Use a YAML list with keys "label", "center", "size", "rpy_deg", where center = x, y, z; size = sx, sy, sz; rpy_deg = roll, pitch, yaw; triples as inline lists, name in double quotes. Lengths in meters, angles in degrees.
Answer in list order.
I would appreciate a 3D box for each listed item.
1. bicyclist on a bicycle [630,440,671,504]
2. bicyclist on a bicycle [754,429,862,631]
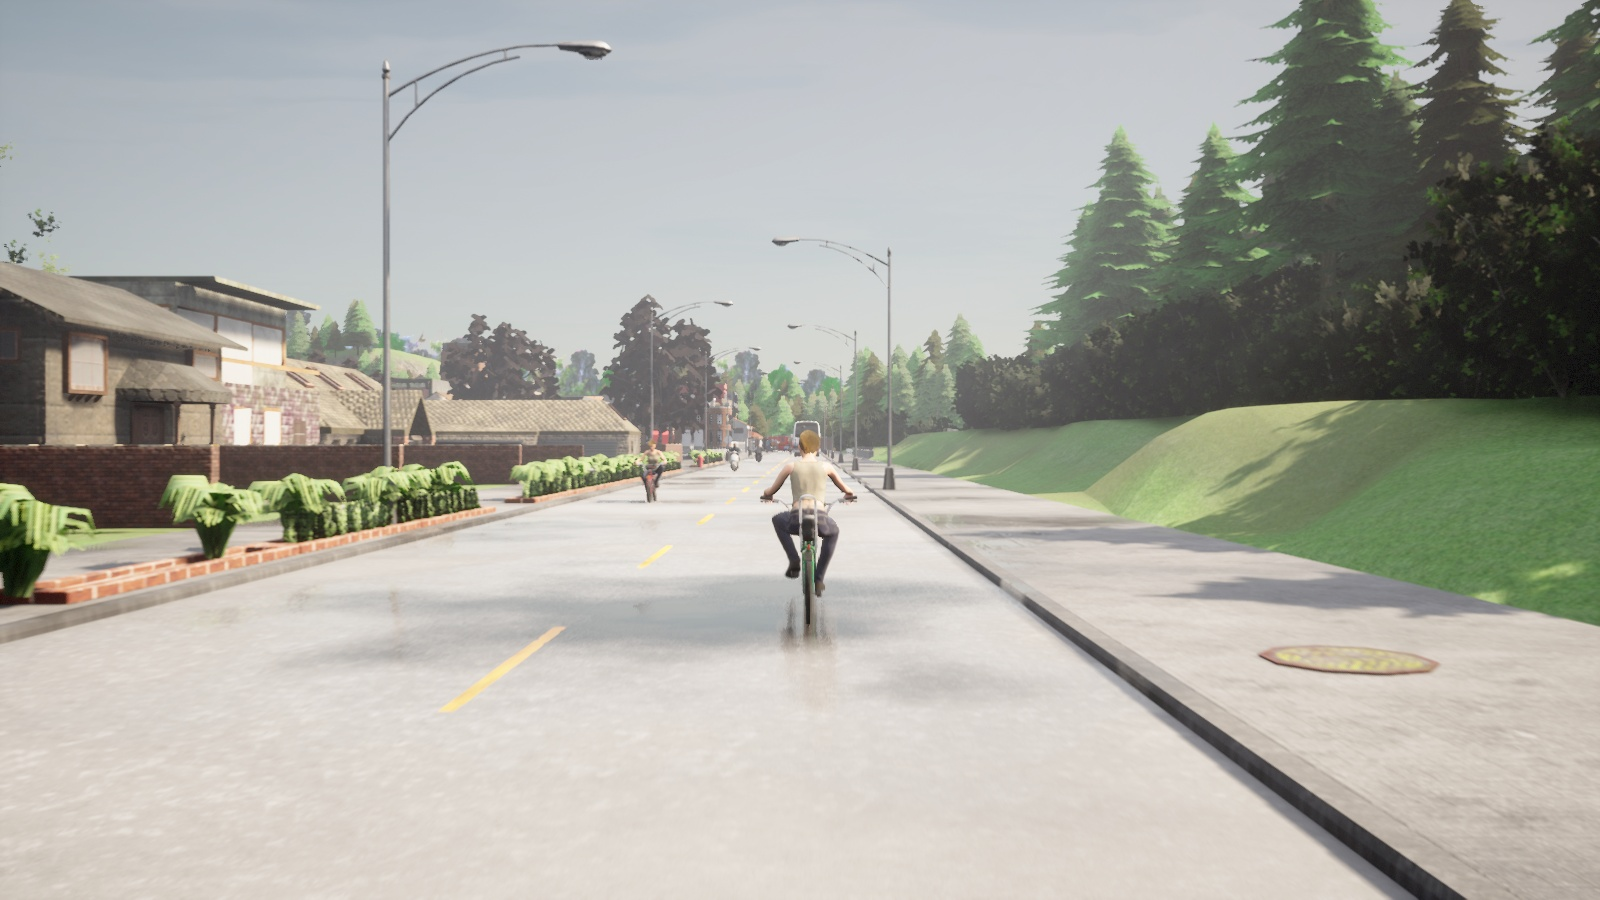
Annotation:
- label: "bicyclist on a bicycle"
  center: [-3.798, 0.543, 32.018]
  size: [0.866, 1.612, 1.509]
  rpy_deg: [0, 0, 0]
- label: "bicyclist on a bicycle"
  center: [0.074, 0.637, 10.816]
  size: [0.866, 1.612, 1.509]
  rpy_deg: [0, 0, 1]
